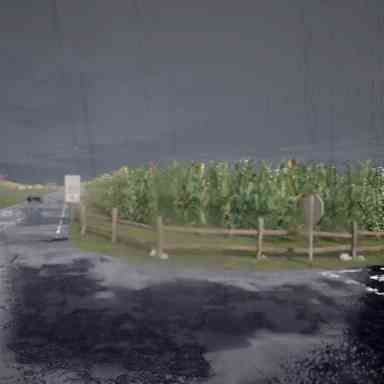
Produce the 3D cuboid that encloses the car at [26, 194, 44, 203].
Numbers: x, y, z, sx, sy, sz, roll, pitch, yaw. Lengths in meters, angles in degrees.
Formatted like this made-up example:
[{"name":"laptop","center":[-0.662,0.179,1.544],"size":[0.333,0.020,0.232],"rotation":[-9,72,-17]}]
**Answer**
[{"name":"car","center":[-22.298,0.906,47.319],"size":[1.895,1.301,4.718],"rotation":[1,0,-20]}]
